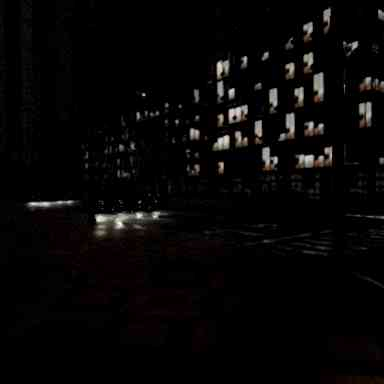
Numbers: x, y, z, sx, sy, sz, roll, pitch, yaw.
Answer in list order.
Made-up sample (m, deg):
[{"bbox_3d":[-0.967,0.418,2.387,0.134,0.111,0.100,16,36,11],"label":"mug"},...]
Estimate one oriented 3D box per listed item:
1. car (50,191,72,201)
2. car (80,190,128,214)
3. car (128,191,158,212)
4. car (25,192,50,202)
[{"bbox_3d":[-18.695,0.503,47.073,2.033,1.411,5.357,-1,2,-38],"label":"car"},{"bbox_3d":[-7.453,0.757,27.307,2.097,1.767,4.553,-1,2,-38],"label":"car"},{"bbox_3d":[-4.894,0.711,29.311,2.097,1.767,4.553,-1,2,-38],"label":"car"},{"bbox_3d":[-21.119,0.607,44.897,1.895,1.301,4.718,-1,2,-38],"label":"car"}]
